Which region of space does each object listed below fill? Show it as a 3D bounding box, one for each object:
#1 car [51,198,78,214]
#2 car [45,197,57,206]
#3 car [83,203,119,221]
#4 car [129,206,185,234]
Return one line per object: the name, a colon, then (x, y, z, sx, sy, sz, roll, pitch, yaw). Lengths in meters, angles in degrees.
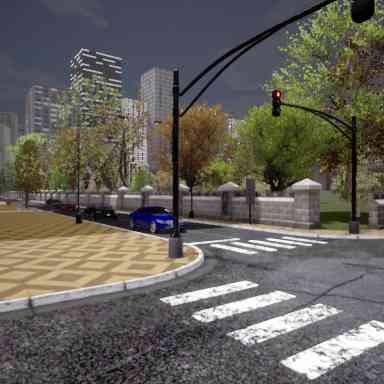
car: (-14.220, 1.672, 37.634, 1.994, 1.385, 4.181, 0, 0, -34)
car: (-24.207, 1.678, 57.997, 2.128, 1.511, 4.902, 0, 0, -34)
car: (-7.762, 1.638, 28.098, 1.994, 1.385, 4.181, 0, 0, -34)
car: (-2.270, 1.571, 20.025, 1.812, 1.442, 4.674, 0, 0, -34)
